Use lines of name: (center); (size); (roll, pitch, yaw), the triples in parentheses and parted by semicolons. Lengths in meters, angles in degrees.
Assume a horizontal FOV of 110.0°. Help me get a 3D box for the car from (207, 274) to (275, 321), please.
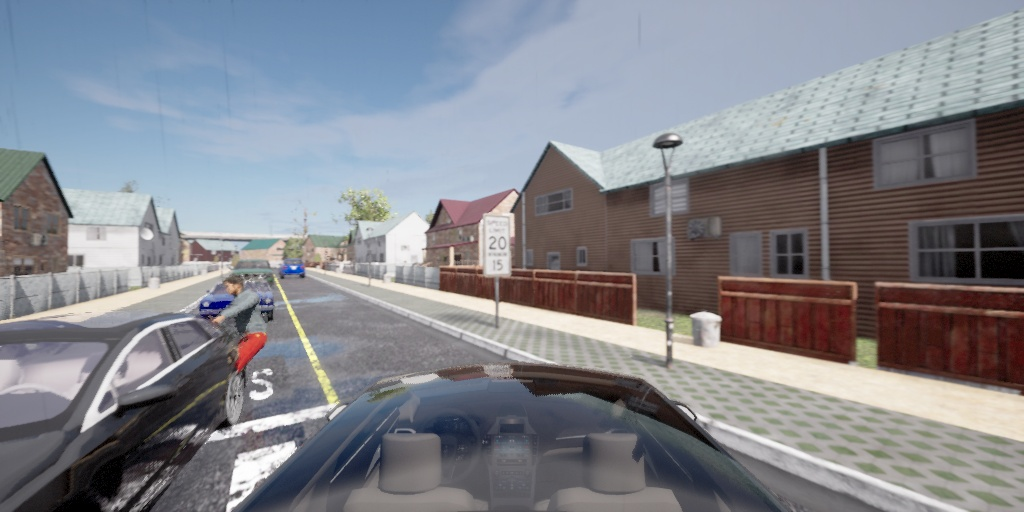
car: (-9.313, 1.478, 12.386); (1.895, 1.301, 4.718); (0, 0, -34)

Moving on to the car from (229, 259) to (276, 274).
car: (-16.884, 1.214, 23.464); (2.150, 2.045, 5.566); (0, 0, -33)

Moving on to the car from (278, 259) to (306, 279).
car: (-23.370, 1.352, 38.168); (2.150, 2.045, 5.566); (0, 0, -34)

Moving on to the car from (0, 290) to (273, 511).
car: (-3.567, 1.269, 2.664); (2.128, 1.511, 4.902); (0, -1, -24)

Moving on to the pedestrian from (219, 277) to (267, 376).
pedestrian: (-3.364, 1.122, 4.694); (0.375, 1.860, 0.375); (-6, 8, 27)
